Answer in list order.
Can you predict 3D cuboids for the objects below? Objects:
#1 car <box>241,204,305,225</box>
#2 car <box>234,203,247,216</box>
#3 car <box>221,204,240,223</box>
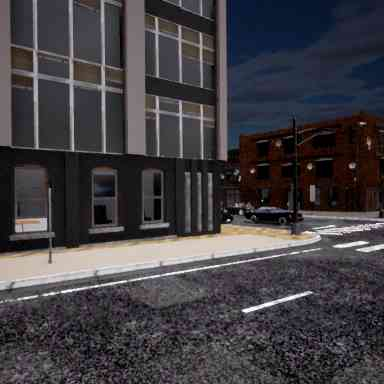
[{"bbox_3d":[6.517,1.872,26.550,1.895,1.301,4.718,-1,0,-37],"label":"car"},{"bbox_3d":[5.263,1.920,38.109,2.008,1.369,4.403,-2,0,-37],"label":"car"},{"bbox_3d":[1.636,1.935,28.516,1.947,1.339,4.313,-2,0,-37],"label":"car"}]
